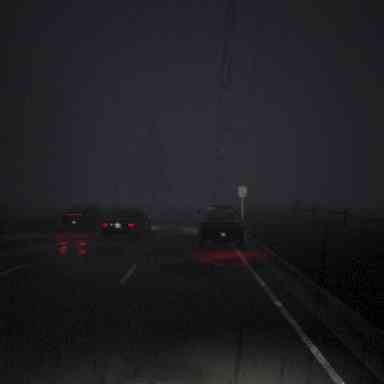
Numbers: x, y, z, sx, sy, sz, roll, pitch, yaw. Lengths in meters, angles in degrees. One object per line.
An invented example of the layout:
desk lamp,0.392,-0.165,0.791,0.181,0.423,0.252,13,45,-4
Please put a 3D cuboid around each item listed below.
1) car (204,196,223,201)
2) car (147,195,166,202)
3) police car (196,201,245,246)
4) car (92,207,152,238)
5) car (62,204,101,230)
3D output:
car,4.757,1.621,75.385,1.895,1.301,4.718,0,0,-38
car,-8.881,1.545,83.664,4.892,1.490,1.837,0,0,2
police car,1.223,1.464,15.611,1.930,1.638,5.238,0,0,0
car,-3.376,1.591,17.824,2.033,1.411,5.357,0,0,1
car,-6.723,1.545,21.670,2.128,1.511,4.902,0,0,2
